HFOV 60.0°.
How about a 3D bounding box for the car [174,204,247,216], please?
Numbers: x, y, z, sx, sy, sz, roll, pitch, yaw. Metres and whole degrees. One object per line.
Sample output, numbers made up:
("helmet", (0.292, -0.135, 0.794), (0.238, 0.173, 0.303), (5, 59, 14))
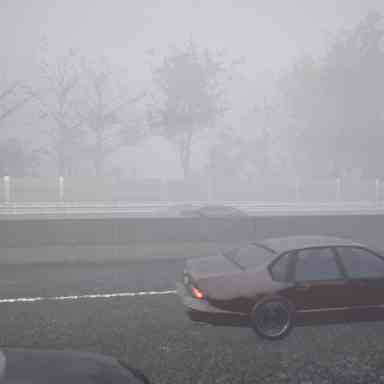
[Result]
("car", (0.933, 1.492, 20.218), (4.892, 1.490, 1.837), (0, 0, -10))

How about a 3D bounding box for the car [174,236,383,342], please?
("car", (2.379, 1.542, 6.062), (5.357, 1.411, 2.033), (0, 0, -10))

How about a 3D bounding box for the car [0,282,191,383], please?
("car", (-2.481, 1.490, 1.672), (4.902, 1.511, 2.128), (0, 0, -10))

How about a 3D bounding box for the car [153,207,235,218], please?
("car", (-0.549, 1.591, 16.415), (4.718, 1.301, 1.895), (0, 0, -10))

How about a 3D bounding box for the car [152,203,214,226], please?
("car", (-0.697, 1.551, 23.493), (4.181, 1.385, 1.994), (0, 0, -10))
